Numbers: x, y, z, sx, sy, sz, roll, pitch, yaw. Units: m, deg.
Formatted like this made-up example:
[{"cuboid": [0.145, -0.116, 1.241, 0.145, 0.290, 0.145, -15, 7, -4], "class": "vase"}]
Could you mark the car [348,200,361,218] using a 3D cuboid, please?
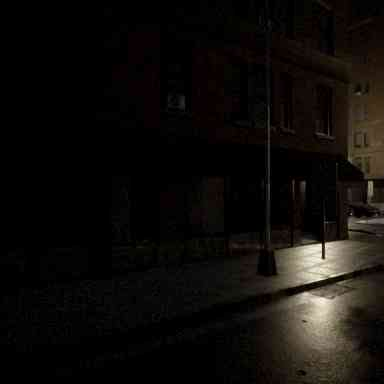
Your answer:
[{"cuboid": [9.965, 1.278, 25.649, 1.837, 1.490, 4.892, 0, 1, -35], "class": "car"}]

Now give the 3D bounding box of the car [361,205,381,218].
[{"cuboid": [12.590, 1.319, 27.579, 2.033, 1.411, 5.357, 0, 1, -34], "class": "car"}]
